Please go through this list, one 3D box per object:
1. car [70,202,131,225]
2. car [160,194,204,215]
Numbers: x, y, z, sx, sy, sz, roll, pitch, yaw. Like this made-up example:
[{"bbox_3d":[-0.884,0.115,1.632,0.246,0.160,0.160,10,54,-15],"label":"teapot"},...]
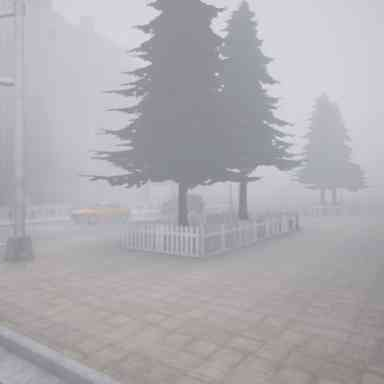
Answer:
[{"bbox_3d":[-6.813,1.516,25.154,1.882,1.535,5.008,0,0,34],"label":"car"},{"bbox_3d":[-0.893,1.260,33.976,2.150,2.045,5.566,0,0,34],"label":"car"}]
